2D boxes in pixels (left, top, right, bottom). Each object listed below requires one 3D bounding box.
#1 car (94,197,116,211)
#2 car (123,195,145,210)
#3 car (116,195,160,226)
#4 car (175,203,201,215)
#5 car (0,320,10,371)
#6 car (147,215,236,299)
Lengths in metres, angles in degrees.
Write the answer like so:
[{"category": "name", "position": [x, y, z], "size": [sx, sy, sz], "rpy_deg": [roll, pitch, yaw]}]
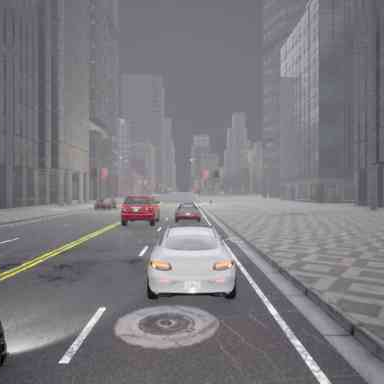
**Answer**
[{"category": "car", "position": [-10.513, 1.439, 40.626], "size": [1.882, 1.535, 5.008], "rpy_deg": [0, 0, -1]}, {"category": "car", "position": [-7.285, 1.310, 42.109], "size": [2.097, 1.767, 4.553], "rpy_deg": [0, 0, -1]}, {"category": "car", "position": [-3.535, 1.213, 23.402], "size": [2.150, 2.045, 5.566], "rpy_deg": [0, 0, -1]}, {"category": "car", "position": [-0.332, 1.552, 26.123], "size": [1.994, 1.385, 4.181], "rpy_deg": [0, 0, -1]}, {"category": "car", "position": [-3.181, 1.563, 2.324], "size": [1.994, 1.385, 4.181], "rpy_deg": [0, 0, -1]}, {"category": "car", "position": [-0.031, 1.523, 8.318], "size": [1.812, 1.442, 4.674], "rpy_deg": [0, 0, -1]}]
